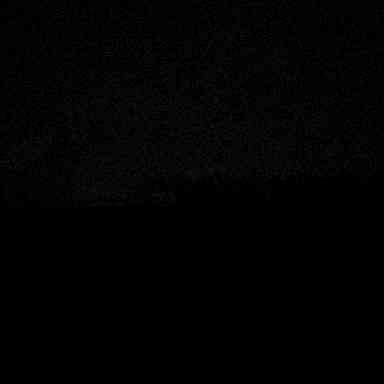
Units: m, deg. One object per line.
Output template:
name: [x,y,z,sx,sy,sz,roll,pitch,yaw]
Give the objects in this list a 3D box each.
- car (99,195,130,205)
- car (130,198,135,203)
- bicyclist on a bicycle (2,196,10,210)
car: [-13.791,1.358,57.696,1.882,1.535,5.008,-1,-1,35]
car: [-12.855,1.510,63.837,1.994,1.385,4.181,-1,-1,36]
bicyclist on a bicycle: [-22.408,1.319,40.055,1.656,1.620,0.582,0,0,35]
